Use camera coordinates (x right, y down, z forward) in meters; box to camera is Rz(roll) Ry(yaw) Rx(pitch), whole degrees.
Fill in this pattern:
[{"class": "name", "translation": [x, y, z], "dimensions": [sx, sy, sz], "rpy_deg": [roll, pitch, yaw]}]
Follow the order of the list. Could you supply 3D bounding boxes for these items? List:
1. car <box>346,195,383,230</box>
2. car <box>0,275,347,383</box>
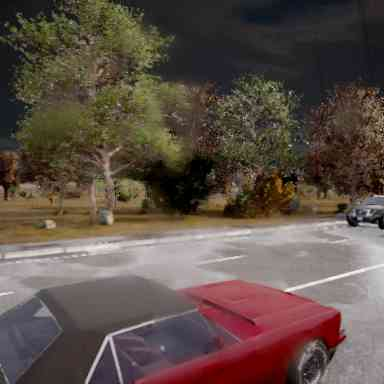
[{"class": "car", "translation": [12.304, 1.230, 21.527], "dimensions": [5.566, 2.045, 2.150], "rpy_deg": [0, 0, -35]}, {"class": "car", "translation": [-0.454, 1.603, 3.441], "dimensions": [4.718, 1.301, 1.895], "rpy_deg": [0, 0, -36]}]
